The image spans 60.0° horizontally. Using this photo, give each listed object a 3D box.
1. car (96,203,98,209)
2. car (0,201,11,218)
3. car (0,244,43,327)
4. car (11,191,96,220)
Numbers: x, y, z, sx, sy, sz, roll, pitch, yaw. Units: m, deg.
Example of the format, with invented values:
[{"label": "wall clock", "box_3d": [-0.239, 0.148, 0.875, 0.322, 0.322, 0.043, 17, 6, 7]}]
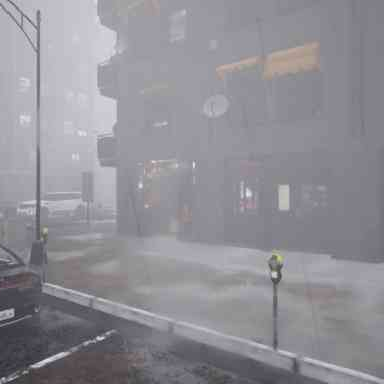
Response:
[{"label": "car", "box_3d": [-10.889, 1.250, 30.549, 1.752, 1.417, 4.829, 1, 1, 35]}, {"label": "car", "box_3d": [-13.991, 1.350, 26.132, 2.008, 1.369, 4.403, 1, 1, 35]}, {"label": "car", "box_3d": [-4.485, 1.551, 6.095, 4.403, 1.369, 2.008, 0, 0, 36]}, {"label": "car", "box_3d": [-10.741, 0.994, 26.274, 2.150, 2.045, 5.566, 0, 1, 35]}]
